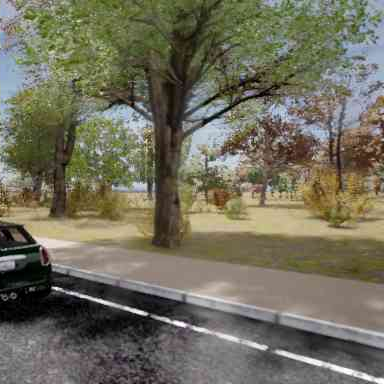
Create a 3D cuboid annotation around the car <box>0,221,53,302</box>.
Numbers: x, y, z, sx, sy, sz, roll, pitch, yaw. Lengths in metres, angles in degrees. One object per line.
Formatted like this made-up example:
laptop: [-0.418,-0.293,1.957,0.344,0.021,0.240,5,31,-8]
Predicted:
car: [-5.142,1.387,7.345,4.553,1.767,2.097,0,0,35]
